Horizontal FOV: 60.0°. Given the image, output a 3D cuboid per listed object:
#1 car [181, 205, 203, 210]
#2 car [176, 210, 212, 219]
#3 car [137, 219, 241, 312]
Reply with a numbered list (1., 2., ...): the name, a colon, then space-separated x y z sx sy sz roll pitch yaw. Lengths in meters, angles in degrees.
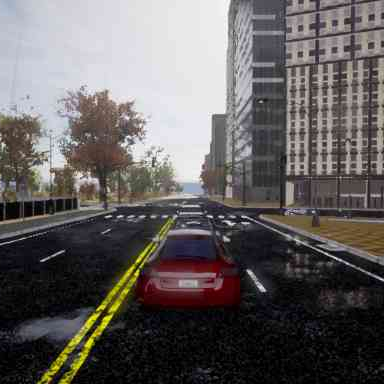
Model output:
1. car: -0.008 1.544 21.283 2.033 1.411 5.357 0 0 0
2. car: 0.074 1.597 13.043 1.895 1.301 4.718 0 0 0
3. car: -0.023 1.561 7.795 1.994 1.385 4.181 0 0 1
